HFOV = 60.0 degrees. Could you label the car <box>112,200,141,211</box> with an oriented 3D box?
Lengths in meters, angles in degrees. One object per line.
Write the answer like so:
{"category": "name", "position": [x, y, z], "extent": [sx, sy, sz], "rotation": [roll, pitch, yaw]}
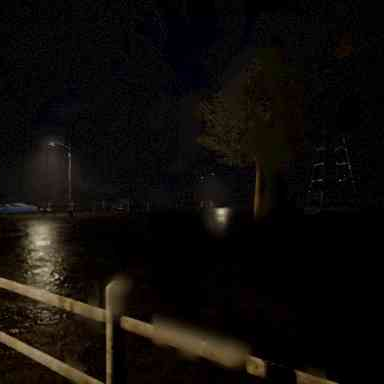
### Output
{"category": "car", "position": [-10.136, 2.032, 51.650], "extent": [2.097, 1.767, 4.553], "rotation": [-2, -2, 36]}

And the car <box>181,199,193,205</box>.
{"category": "car", "position": [-0.940, 2.132, 64.312], "extent": [1.812, 1.442, 4.674], "rotation": [-2, -2, 36]}

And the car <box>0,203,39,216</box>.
{"category": "car", "position": [-20.247, 1.933, 37.586], "extent": [2.033, 1.411, 5.357], "rotation": [-2, -2, 36]}
